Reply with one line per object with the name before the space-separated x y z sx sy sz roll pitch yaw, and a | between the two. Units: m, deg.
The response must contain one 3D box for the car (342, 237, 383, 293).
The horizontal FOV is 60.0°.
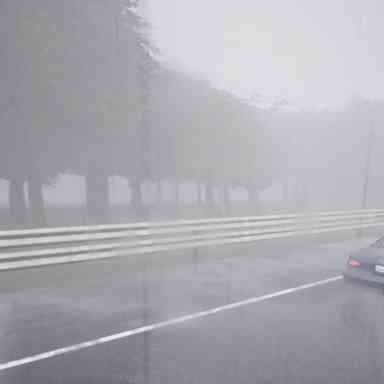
car | 5.791 1.564 7.954 5.357 1.411 2.033 0 0 -35
